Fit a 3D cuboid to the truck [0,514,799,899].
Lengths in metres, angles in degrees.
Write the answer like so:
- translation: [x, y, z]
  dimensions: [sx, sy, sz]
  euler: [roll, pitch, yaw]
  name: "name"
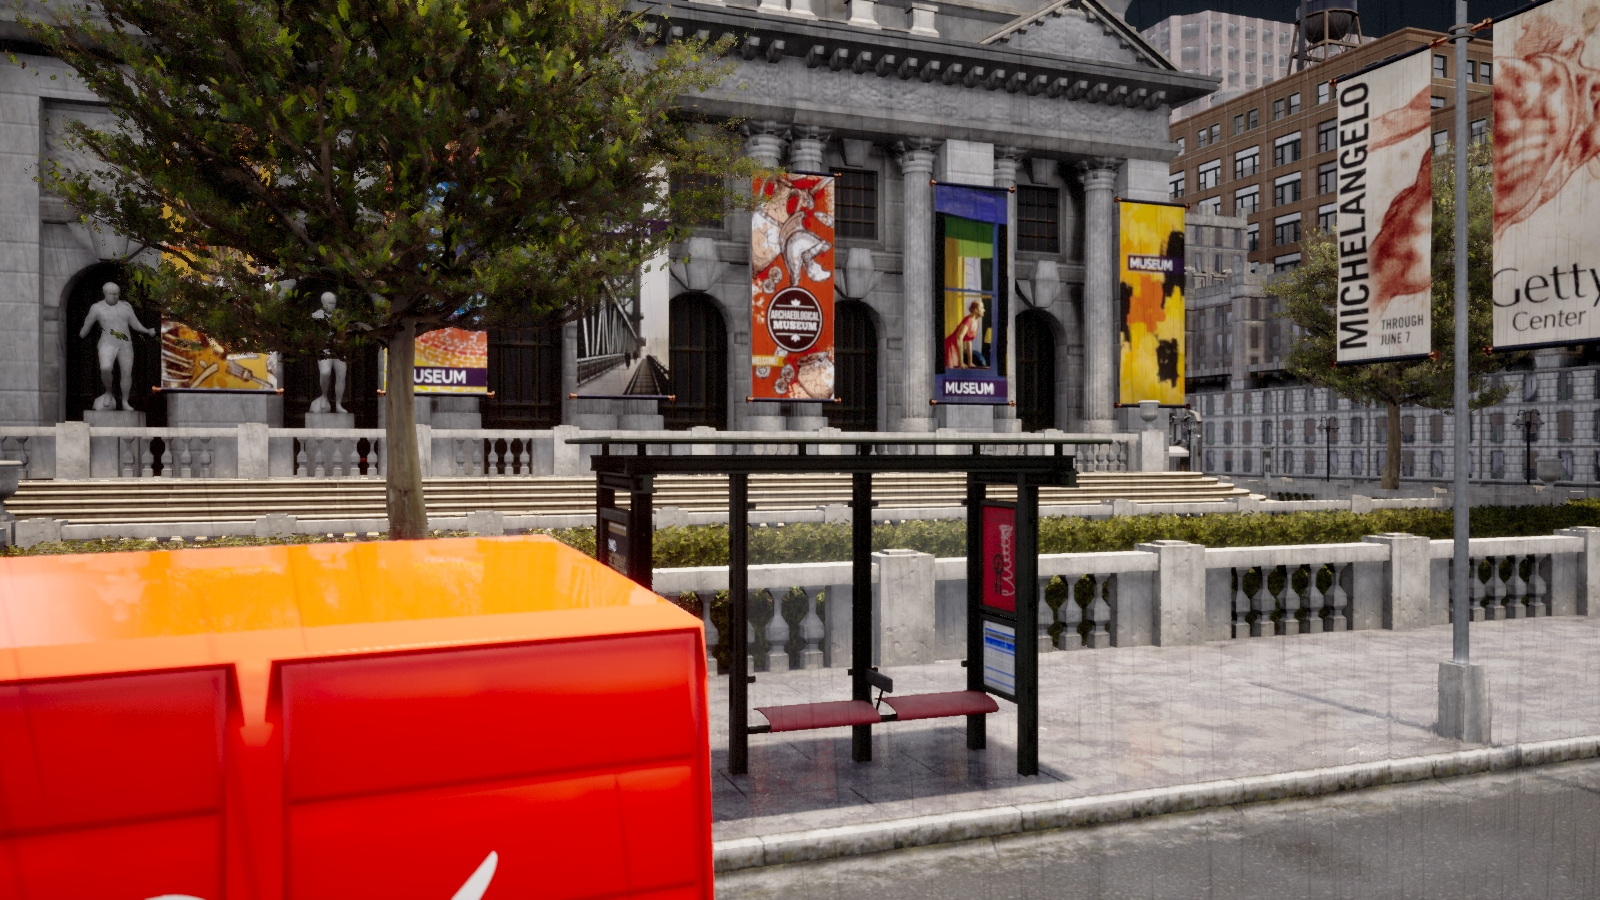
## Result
- translation: [-2.876, 1.546, 2.239]
  dimensions: [5.204, 2.467, 2.627]
  euler: [-2, 1, -20]
  name: "truck"
